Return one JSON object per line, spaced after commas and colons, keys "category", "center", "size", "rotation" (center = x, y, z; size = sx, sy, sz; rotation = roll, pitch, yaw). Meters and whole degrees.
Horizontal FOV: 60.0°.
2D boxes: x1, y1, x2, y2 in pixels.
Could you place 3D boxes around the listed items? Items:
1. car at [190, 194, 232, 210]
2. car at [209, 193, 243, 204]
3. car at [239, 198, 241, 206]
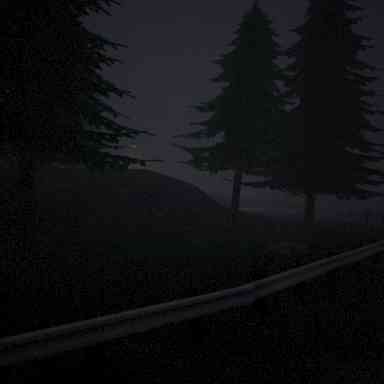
{"category": "car", "center": [2.734, 1.451, 43.515], "size": [5.008, 1.535, 1.882], "rotation": [0, 0, 34]}
{"category": "car", "center": [4.868, 1.189, 50.521], "size": [5.566, 2.045, 2.150], "rotation": [0, 0, 34]}
{"category": "car", "center": [4.014, 1.571, 46.871], "size": [4.718, 1.301, 1.895], "rotation": [0, 0, 34]}
